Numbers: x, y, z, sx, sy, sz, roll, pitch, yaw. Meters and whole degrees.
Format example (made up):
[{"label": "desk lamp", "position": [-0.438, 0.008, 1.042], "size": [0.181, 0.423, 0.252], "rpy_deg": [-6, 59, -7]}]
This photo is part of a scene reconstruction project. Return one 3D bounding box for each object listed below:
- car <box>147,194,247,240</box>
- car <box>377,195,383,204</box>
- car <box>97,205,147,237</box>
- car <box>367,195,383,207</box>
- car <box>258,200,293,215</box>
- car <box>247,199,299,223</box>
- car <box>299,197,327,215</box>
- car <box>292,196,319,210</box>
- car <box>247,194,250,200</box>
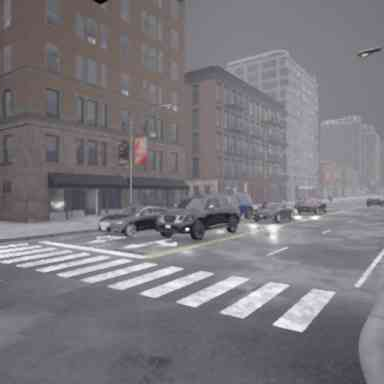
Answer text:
[{"label": "car", "position": [0.505, 1.196, 17.264], "size": [2.150, 2.045, 5.566], "rpy_deg": [0, 0, 35]}, {"label": "car", "position": [33.067, 1.281, 56.958], "size": [1.837, 1.490, 4.892], "rpy_deg": [0, 0, 36]}, {"label": "car", "position": [-2.877, 1.481, 18.121], "size": [2.128, 1.511, 4.902], "rpy_deg": [0, 0, 35]}, {"label": "car", "position": [26.201, 1.297, 47.332], "size": [1.882, 1.535, 5.008], "rpy_deg": [0, 0, 36]}, {"label": "car", "position": [8.651, 1.519, 34.264], "size": [1.895, 1.301, 4.718], "rpy_deg": [0, 0, 36]}, {"label": "car", "position": [6.266, 1.444, 25.339], "size": [1.837, 1.490, 4.892], "rpy_deg": [0, 0, 35]}, {"label": "car", "position": [12.138, 1.379, 33.549], "size": [1.882, 1.535, 5.008], "rpy_deg": [0, 0, 35]}, {"label": "car", "position": [14.600, 1.358, 42.524], "size": [1.882, 1.535, 5.008], "rpy_deg": [0, 0, 36]}, {"label": "car", "position": [2.846, 1.176, 26.139], "size": [2.150, 2.045, 5.566], "rpy_deg": [0, 0, 36]}]
